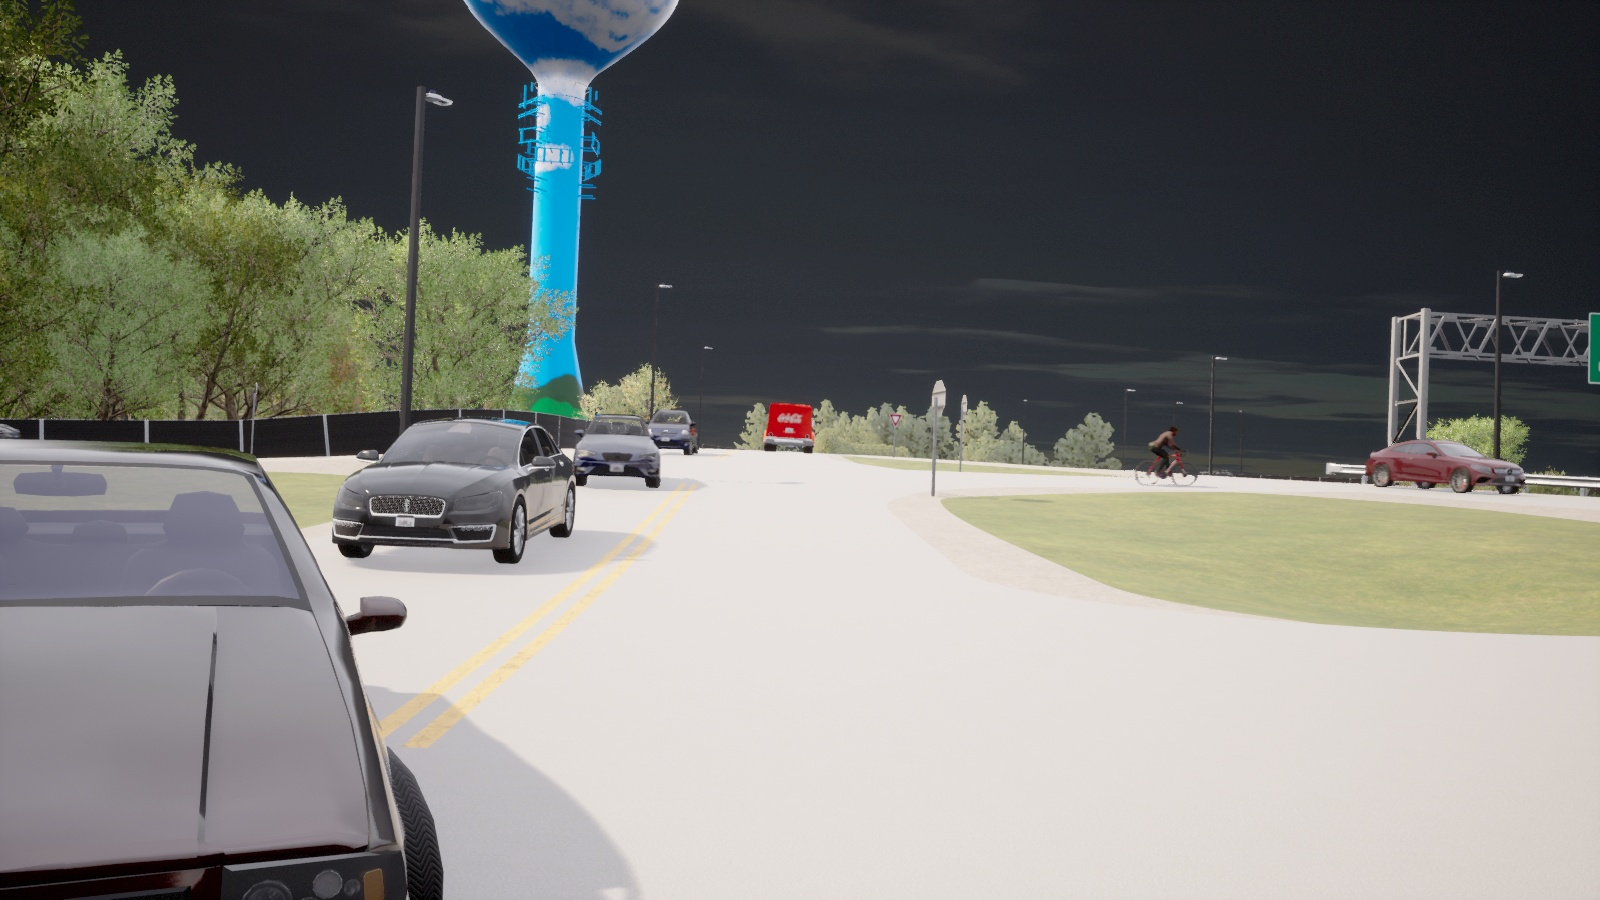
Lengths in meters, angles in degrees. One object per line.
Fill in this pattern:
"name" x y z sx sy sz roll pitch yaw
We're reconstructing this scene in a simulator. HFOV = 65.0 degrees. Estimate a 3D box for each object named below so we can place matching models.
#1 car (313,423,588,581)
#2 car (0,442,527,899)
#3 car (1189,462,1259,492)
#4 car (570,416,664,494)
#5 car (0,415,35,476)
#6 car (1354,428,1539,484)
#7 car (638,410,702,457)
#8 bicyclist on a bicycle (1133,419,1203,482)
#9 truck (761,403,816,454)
"car" -3.828 0.455 14.714 1.837 1.490 4.892 1 2 0
"car" -2.553 0.719 4.461 2.033 1.411 5.357 1 1 -24
"car" 26.924 1.707 79.938 1.932 1.855 4.605 0 -1 -17
"car" -3.911 0.051 26.975 1.816 1.474 4.193 1 2 -8
"car" -22.076 -0.074 31.490 4.514 1.525 2.007 -1 1 -15
"car" 18.216 0.120 35.664 1.812 1.442 4.674 1 1 -18
"car" -4.676 -0.611 45.611 1.851 1.617 3.988 1 1 0
"bicyclist on a bicycle" 9.756 0.005 33.290 1.656 1.620 0.582 1 1 0
"truck" -0.540 -1.066 65.407 2.627 2.467 5.204 2 0 1
